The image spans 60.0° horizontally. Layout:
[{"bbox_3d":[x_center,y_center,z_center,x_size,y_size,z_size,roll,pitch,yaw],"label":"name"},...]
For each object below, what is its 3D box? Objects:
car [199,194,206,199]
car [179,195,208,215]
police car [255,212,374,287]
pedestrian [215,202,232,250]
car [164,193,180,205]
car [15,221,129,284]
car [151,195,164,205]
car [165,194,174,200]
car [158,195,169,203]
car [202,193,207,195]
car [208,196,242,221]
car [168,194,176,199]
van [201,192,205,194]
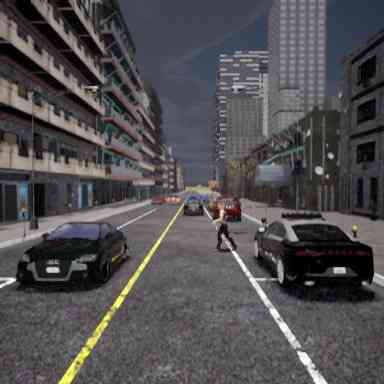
[{"bbox_3d":[2.905,1.167,93.065,1.887,1.381,4.507,-1,0,0],"label":"car"},{"bbox_3d":[0.155,1.371,32.248,2.128,1.511,4.902,0,0,0],"label":"car"},{"bbox_3d":[3.023,1.391,9.381,1.930,1.638,5.238,0,0,0],"label":"police car"},{"bbox_3d":[1.158,1.249,12.377,0.375,1.860,0.375,-1,1,0],"label":"pedestrian"},{"bbox_3d":[-2.942,1.146,53.775,2.097,1.767,4.553,0,0,0],"label":"car"},{"bbox_3d":[-3.078,1.530,9.356,1.994,1.385,4.181,0,0,0],"label":"car"},{"bbox_3d":[-5.571,1.377,53.981,1.802,1.307,4.206,-1,0,0],"label":"car"},{"bbox_3d":[-5.502,1.255,81.882,1.802,1.307,4.206,-1,0,0],"label":"car"},{"bbox_3d":[-5.544,1.292,65.141,1.887,1.381,4.507,-1,0,0],"label":"car"},{"bbox_3d":[2.823,1.353,59.585,1.802,1.307,4.206,-1,0,0],"label":"car"},{"bbox_3d":[2.703,1.219,26.106,2.192,1.841,5.009,-1,0,0],"label":"car"},{"bbox_3d":[-5.476,1.173,93.044,2.008,1.369,4.403,-1,0,0],"label":"car"},{"bbox_3d":[2.874,1.014,81.904,1.690,1.788,3.998,-1,0,0],"label":"van"}]
